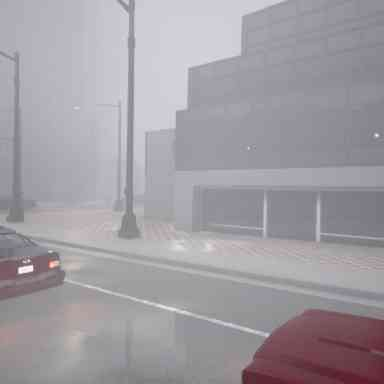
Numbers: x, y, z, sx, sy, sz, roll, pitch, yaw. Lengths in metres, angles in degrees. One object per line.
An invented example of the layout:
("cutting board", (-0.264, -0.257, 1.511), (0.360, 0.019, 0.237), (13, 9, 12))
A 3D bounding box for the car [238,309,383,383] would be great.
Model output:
("car", (2.651, 1.602, 2.103), (4.718, 1.301, 1.895), (0, 0, 35))

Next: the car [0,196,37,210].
("car", (-17.783, 1.081, 31.964), (2.033, 1.411, 5.357), (1, 1, 36))

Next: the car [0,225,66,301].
("car", (-5.150, 1.461, 7.669), (5.357, 1.411, 2.033), (1, 0, 35))

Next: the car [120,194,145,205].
("car", (-7.760, 1.060, 45.646), (1.882, 1.535, 5.008), (1, 1, 36))
